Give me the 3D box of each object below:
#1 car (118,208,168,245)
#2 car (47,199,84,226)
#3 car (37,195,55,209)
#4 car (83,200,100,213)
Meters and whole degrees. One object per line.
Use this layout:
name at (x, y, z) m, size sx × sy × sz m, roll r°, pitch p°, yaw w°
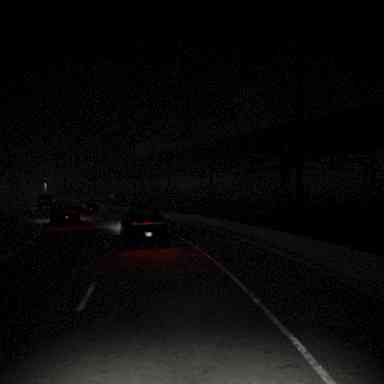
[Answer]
car at (-2.372, 1.493, 15.760) m, size 2.128 × 1.511 × 4.902 m, roll -1°, pitch 0°, yaw -15°
car at (-9.480, 1.558, 24.721) m, size 1.882 × 1.535 × 5.008 m, roll -1°, pitch 0°, yaw -24°
car at (-21.823, 1.455, 49.787) m, size 2.150 × 2.045 × 5.566 m, roll -1°, pitch 0°, yaw -27°
car at (-11.676, 1.619, 37.277) m, size 1.812 × 1.442 × 4.674 m, roll -1°, pitch 0°, yaw -26°
